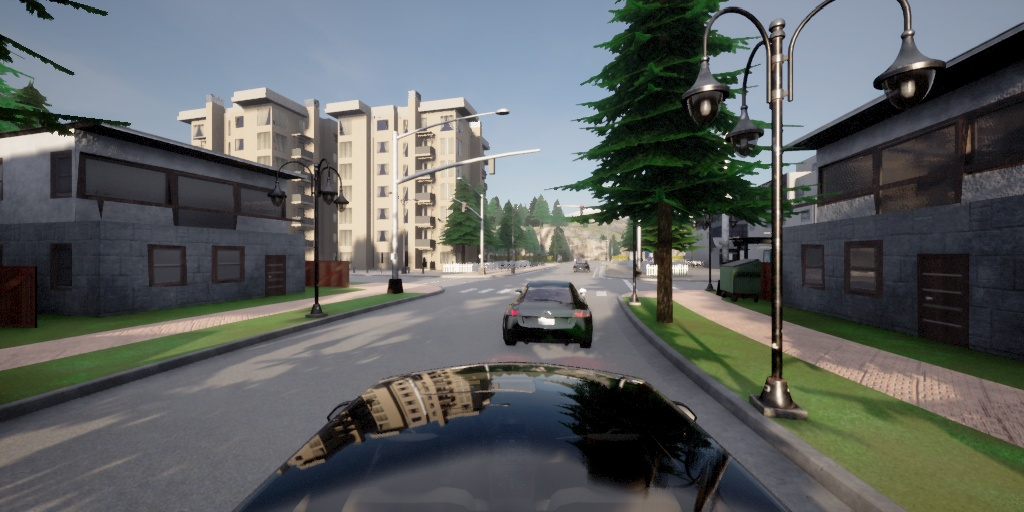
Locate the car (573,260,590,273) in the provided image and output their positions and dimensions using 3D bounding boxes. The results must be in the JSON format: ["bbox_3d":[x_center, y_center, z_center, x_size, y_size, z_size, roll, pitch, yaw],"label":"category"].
[{"bbox_3d":[8.735,1.276,44.869,2.128,1.511,4.902,0,0,14],"label":"car"}]

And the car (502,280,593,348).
[{"bbox_3d":[0.994,1.314,9.322,1.994,1.385,4.181,0,0,8],"label":"car"}]
